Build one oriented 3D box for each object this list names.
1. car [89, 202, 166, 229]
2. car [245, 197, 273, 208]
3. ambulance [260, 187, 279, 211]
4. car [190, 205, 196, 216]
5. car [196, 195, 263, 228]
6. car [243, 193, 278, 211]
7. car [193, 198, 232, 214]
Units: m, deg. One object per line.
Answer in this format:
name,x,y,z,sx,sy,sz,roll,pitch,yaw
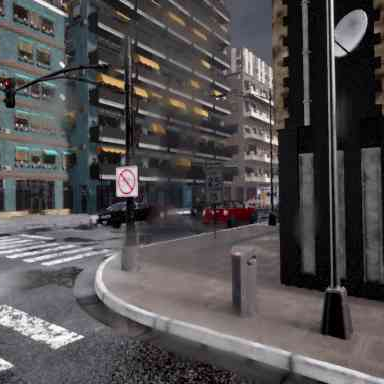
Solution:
car,-4.215,1.389,21.159,2.128,1.511,4.902,-1,0,36
car,8.845,1.311,43.501,1.947,1.339,4.313,-1,0,36
ambulance,9.401,0.722,34.622,2.351,2.431,6.366,-1,0,36
car,1.718,1.323,29.311,1.837,1.490,4.892,-1,0,36
car,2.383,1.201,20.186,1.967,1.590,4.097,-1,0,36
car,7.837,1.088,37.707,2.097,1.767,4.553,-1,0,36
car,2.180,1.384,34.339,2.008,1.369,4.403,-1,0,36
